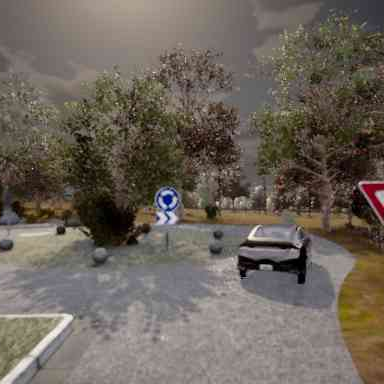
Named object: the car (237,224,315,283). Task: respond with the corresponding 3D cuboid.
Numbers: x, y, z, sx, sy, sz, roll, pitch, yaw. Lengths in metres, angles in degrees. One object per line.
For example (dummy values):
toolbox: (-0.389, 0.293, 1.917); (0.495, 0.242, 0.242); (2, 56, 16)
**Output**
car: (2.790, 1.766, 10.633); (2.128, 1.511, 4.902); (-1, -2, 22)
